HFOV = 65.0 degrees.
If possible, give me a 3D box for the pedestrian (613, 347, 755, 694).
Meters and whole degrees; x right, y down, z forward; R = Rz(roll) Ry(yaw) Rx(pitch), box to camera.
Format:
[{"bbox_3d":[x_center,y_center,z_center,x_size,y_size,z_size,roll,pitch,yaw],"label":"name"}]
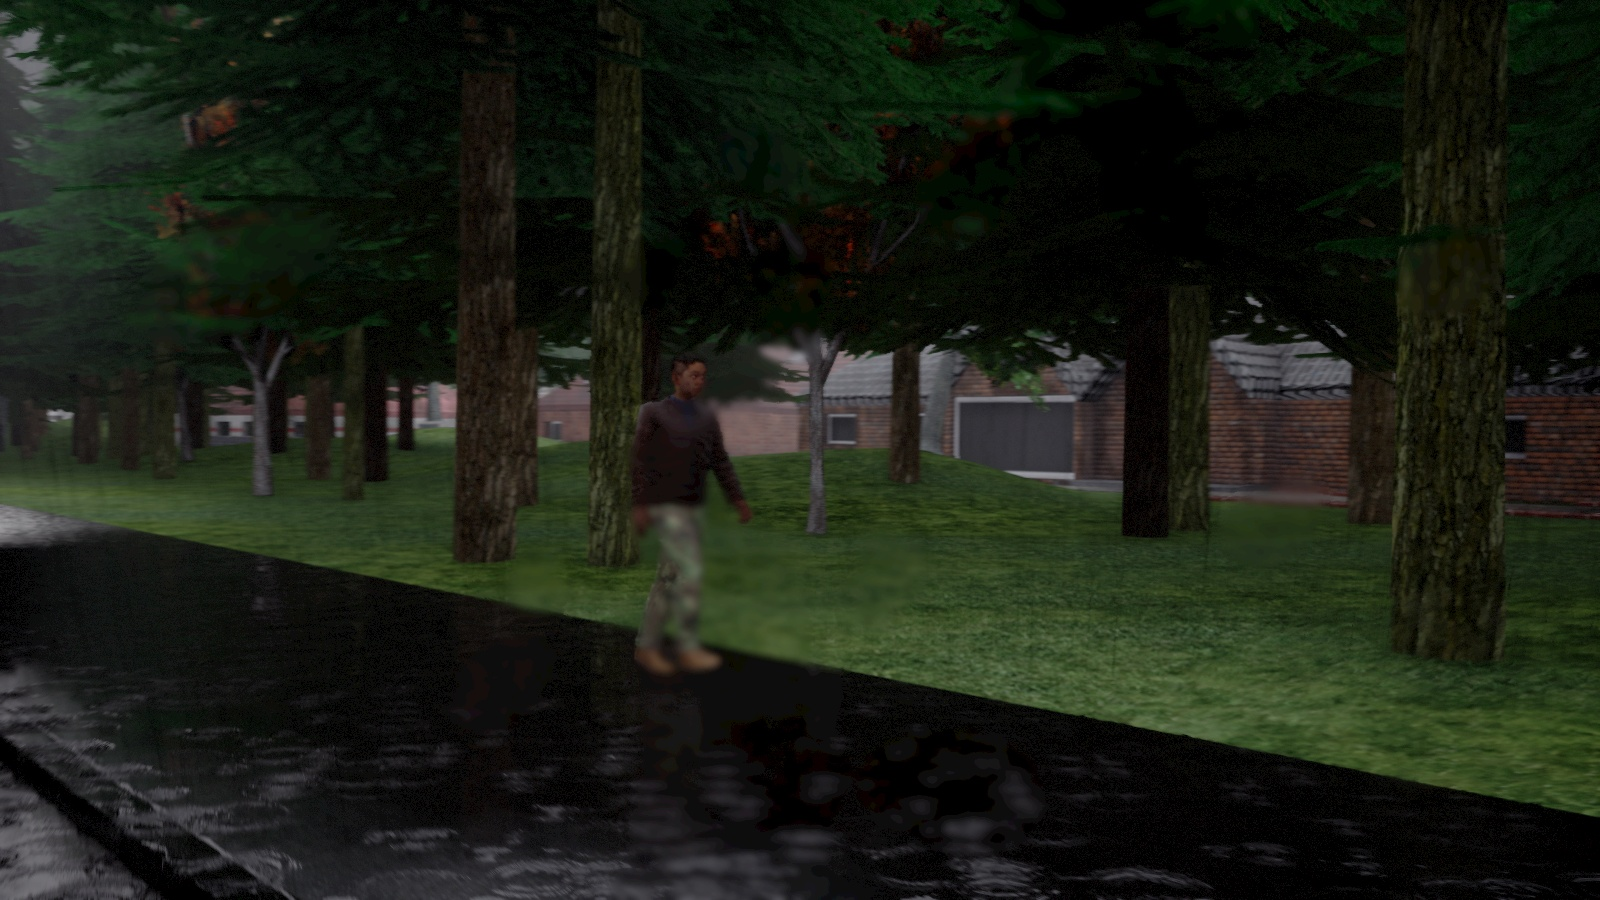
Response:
[{"bbox_3d":[-0.656,0.369,7.055,0.431,1.840,0.703,-1,1,-45],"label":"pedestrian"}]
